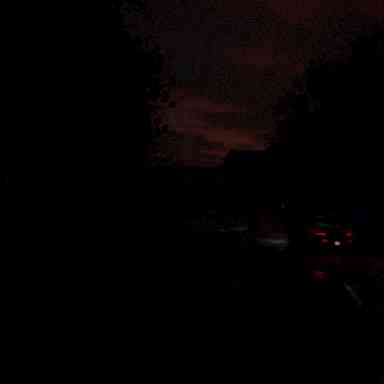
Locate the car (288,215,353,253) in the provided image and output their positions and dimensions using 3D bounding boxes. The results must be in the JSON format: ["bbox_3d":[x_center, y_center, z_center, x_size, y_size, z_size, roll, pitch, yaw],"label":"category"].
[{"bbox_3d":[5.965,2.002,15.848,1.812,1.442,4.674,1,-3,1],"label":"car"}]

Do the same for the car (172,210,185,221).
[{"bbox_3d":[-2.215,3.716,54.322,2.185,1.767,4.553,-3,-2,-2],"label":"car"}]

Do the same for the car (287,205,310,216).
[{"bbox_3d":[17.391,2.959,54.703,1.946,1.575,5.366,-3,-2,-2],"label":"car"}]

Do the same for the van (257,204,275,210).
[{"bbox_3d":[11.774,2.996,54.858,1.878,1.987,4.442,-3,-2,-2],"label":"van"}]

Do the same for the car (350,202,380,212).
[{"bbox_3d":[28.577,2.487,55.200,2.231,1.521,4.892,-2,-2,-1],"label":"car"}]

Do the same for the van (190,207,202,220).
[{"bbox_3d":[0.576,3.496,54.550,1.878,1.987,4.442,-3,-2,-2],"label":"van"}]

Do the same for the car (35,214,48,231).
[{"bbox_3d":[-18.217,4.017,40.804,2.185,1.767,4.553,-3,-2,-2],"label":"car"}]

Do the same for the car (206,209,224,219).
[{"bbox_3d":[3.389,3.593,54.508,2.097,1.535,5.008,-3,-2,-2],"label":"car"}]

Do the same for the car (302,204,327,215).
[{"bbox_3d":[20.182,2.844,54.971,2.097,1.535,5.008,-3,-2,-2],"label":"car"}]

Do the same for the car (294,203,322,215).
[{"bbox_3d":[15.280,2.398,41.790,2.435,2.045,5.566,-3,-2,-2],"label":"car"}]

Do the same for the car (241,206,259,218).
[{"bbox_3d":[8.988,3.373,54.685,2.163,1.488,4.792,-3,-2,-2],"label":"car"}]

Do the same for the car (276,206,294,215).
[{"bbox_3d":[14.589,3.121,54.781,2.163,1.488,4.792,-3,-2,-2],"label":"car"}]

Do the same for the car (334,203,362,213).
[{"bbox_3d":[25.783,2.634,55.148,2.163,1.488,4.792,-2,-2,-2],"label":"car"}]

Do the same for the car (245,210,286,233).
[{"bbox_3d":[5.979,2.554,27.682,1.882,1.535,5.008,1,-3,0],"label":"car"}]

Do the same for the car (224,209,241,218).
[{"bbox_3d":[6.189,3.498,54.608,2.163,1.488,4.792,-3,-2,-2],"label":"car"}]

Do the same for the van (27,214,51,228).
[{"bbox_3d":[-24.613,4.613,53.623,1.878,1.987,4.442,-3,-2,-2],"label":"van"}]

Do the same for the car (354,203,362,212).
[{"bbox_3d":[20.856,2.442,41.908,2.002,1.452,4.674,-2,-2,-2],"label":"car"}]

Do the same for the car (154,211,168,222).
[{"bbox_3d":[-5.016,3.843,54.307,2.185,1.767,4.553,-3,-2,-2],"label":"car"}]
